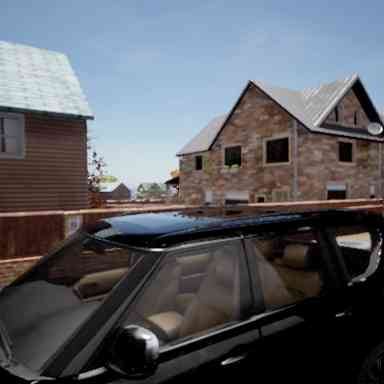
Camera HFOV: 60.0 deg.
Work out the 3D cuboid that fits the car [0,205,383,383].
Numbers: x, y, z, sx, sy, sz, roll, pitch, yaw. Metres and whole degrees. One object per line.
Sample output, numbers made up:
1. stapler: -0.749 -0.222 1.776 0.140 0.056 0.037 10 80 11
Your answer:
1. car: -0.190 1.198 2.946 5.566 2.045 2.150 -1 1 -33
